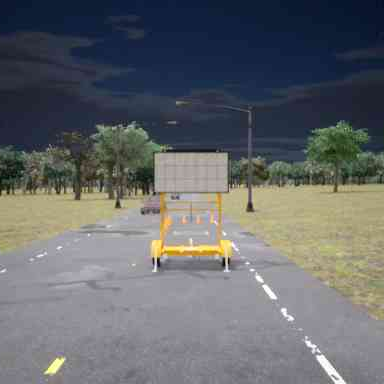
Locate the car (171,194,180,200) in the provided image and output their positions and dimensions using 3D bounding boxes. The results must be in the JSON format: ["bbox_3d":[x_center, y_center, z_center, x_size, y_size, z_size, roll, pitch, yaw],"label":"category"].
[{"bbox_3d":[-3.686,0.984,73.351,1.882,1.535,5.008,0,1,0],"label":"car"}]

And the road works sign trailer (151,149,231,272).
[{"bbox_3d":[-0.026,0.445,10.692,2.380,3.560,2.880,0,0,0],"label":"road works sign trailer"}]

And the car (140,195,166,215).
[{"bbox_3d":[-3.680,1.229,32.160,2.097,1.767,4.553,0,0,0],"label":"car"}]
